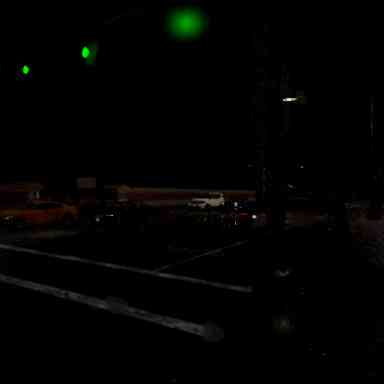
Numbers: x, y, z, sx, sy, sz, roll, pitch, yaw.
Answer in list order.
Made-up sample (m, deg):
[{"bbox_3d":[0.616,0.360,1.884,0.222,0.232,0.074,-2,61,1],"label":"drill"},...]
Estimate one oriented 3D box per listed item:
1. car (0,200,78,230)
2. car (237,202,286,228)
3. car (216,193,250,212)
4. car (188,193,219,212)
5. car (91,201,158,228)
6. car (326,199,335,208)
[{"bbox_3d":[-9.188,1.258,19.719,1.882,1.535,5.008,1,1,31],"label":"car"},{"bbox_3d":[4.966,1.558,22.621,1.994,1.385,4.181,1,0,31],"label":"car"},{"bbox_3d":[4.831,1.281,36.064,2.097,1.767,4.553,1,0,31],"label":"car"},{"bbox_3d":[1.693,1.095,37.642,2.150,2.045,5.566,1,0,31],"label":"car"},{"bbox_3d":[-4.175,1.343,21.237,2.128,1.511,4.902,1,0,31],"label":"car"},{"bbox_3d":[21.455,1.701,49.824,1.994,1.385,4.181,1,0,31],"label":"car"}]
